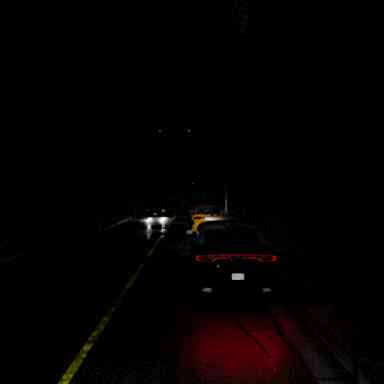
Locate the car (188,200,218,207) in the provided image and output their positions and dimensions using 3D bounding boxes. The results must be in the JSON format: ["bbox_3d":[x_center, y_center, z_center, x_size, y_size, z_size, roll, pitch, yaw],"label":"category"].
[{"bbox_3d":[0.848,1.469,18.856,1.882,1.535,5.008,0,0,0],"label":"car"}]

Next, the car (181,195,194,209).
[{"bbox_3d":[-0.123,1.528,45.758,2.033,1.411,5.357,0,0,0],"label":"car"}]

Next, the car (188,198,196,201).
[{"bbox_3d":[0.831,1.466,24.857,1.882,1.535,5.008,0,0,0],"label":"car"}]

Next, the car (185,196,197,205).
[{"bbox_3d":[-0.168,1.531,60.380,1.994,1.385,4.181,0,0,0],"label":"car"}]

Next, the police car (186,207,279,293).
[{"bbox_3d":[0.876,1.421,8.965,1.930,1.638,5.238,0,0,0],"label":"police car"}]

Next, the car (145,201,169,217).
[{"bbox_3d":[-3.187,1.533,31.405,2.033,1.411,5.357,0,0,0],"label":"car"}]
